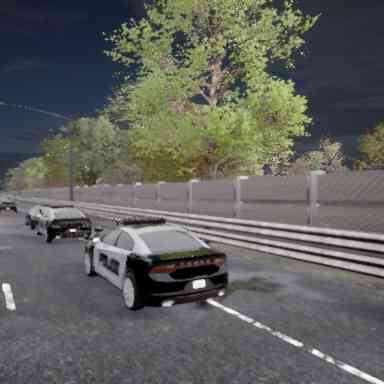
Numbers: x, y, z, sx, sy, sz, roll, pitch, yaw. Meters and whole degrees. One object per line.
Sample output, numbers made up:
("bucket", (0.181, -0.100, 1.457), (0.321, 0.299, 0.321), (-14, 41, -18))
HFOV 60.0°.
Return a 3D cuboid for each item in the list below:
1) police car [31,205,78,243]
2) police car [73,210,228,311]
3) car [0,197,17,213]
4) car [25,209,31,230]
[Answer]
("police car", (-6.541, 1.454, 16.627), (1.930, 1.638, 5.238), (0, 0, -32))
("police car", (-1.242, 1.444, 8.145), (1.930, 1.638, 5.238), (0, 0, -32))
("car", (-21.231, 1.561, 38.185), (1.837, 1.490, 4.892), (0, 0, -32))
("car", (-9.661, 1.561, 21.623), (1.812, 1.442, 4.674), (0, 0, -32))
